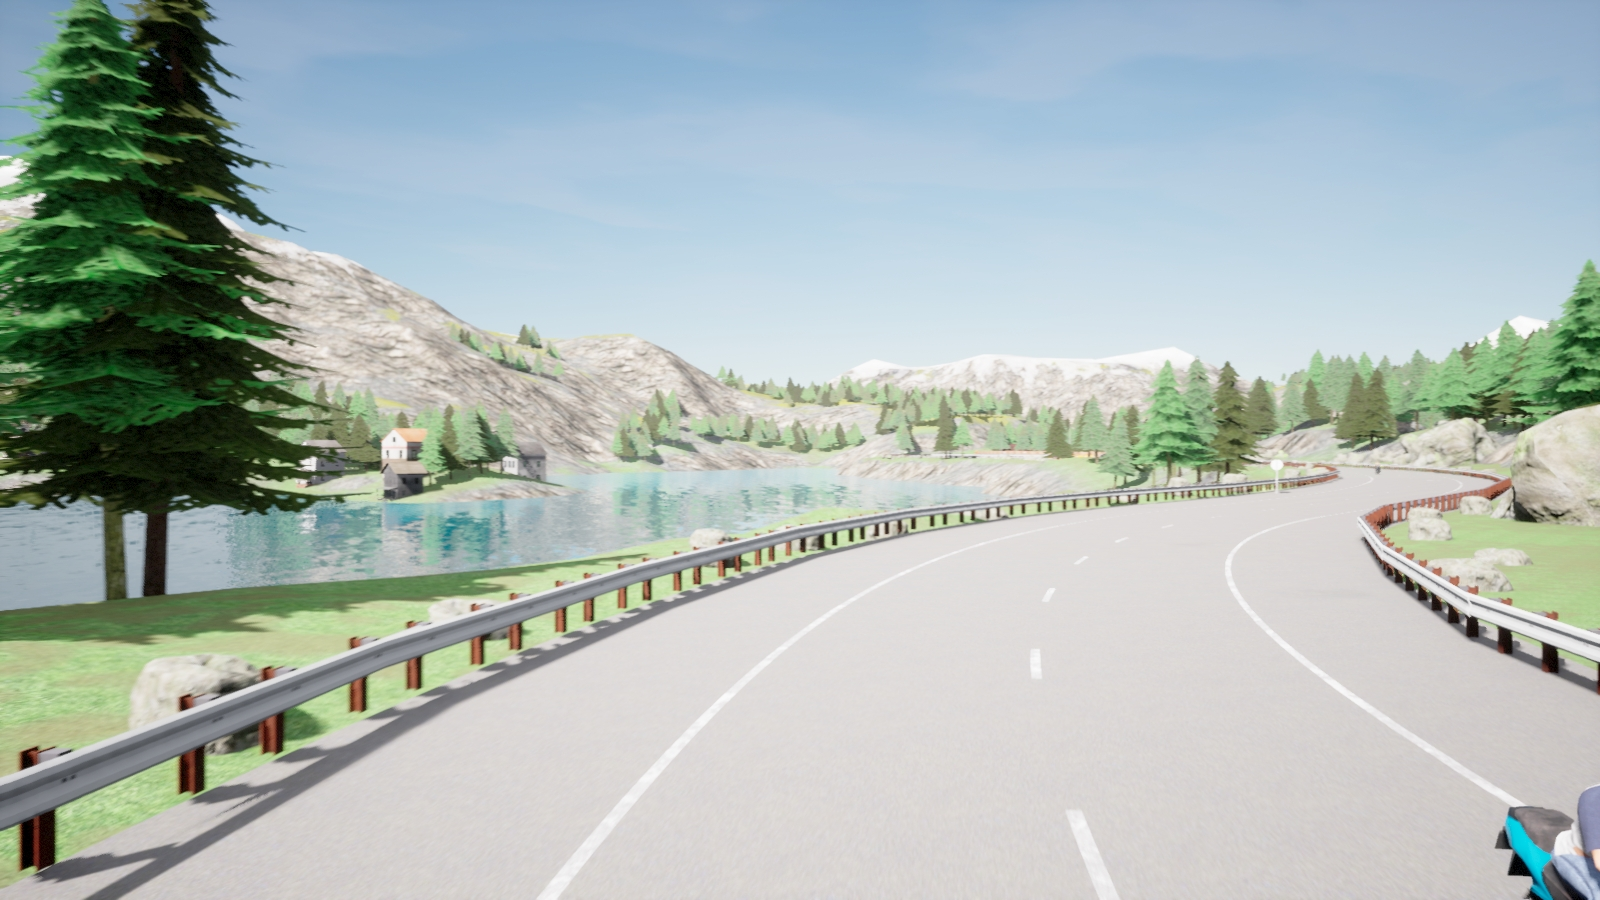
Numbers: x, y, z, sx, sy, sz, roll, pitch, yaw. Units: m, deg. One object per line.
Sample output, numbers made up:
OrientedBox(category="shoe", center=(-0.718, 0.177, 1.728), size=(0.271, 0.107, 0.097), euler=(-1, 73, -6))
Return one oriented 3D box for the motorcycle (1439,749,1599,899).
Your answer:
OrientedBox(category="motorcycle", center=(3.673, 2.179, 4.957), size=(0.803, 1.217, 2.033), euler=(0, 0, 5))
